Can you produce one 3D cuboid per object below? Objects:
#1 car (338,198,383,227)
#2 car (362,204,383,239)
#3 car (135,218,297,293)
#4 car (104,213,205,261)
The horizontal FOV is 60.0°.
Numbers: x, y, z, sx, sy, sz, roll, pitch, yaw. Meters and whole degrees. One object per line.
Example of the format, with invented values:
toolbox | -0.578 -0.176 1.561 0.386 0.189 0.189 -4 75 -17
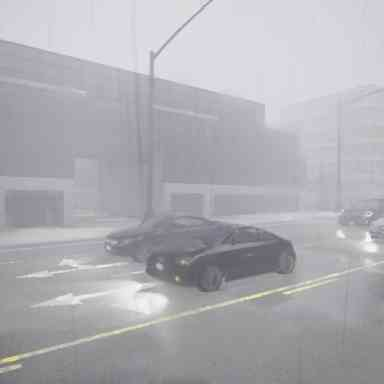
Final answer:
car | 11.004 1.214 20.438 4.553 1.767 2.097 -1 0 -35
car | 10.167 1.429 15.544 4.674 1.442 1.812 -1 1 -35
car | 0.876 1.562 8.917 4.181 1.385 1.994 0 0 -35
car | -0.784 1.522 12.032 4.674 1.442 1.812 0 0 -36
